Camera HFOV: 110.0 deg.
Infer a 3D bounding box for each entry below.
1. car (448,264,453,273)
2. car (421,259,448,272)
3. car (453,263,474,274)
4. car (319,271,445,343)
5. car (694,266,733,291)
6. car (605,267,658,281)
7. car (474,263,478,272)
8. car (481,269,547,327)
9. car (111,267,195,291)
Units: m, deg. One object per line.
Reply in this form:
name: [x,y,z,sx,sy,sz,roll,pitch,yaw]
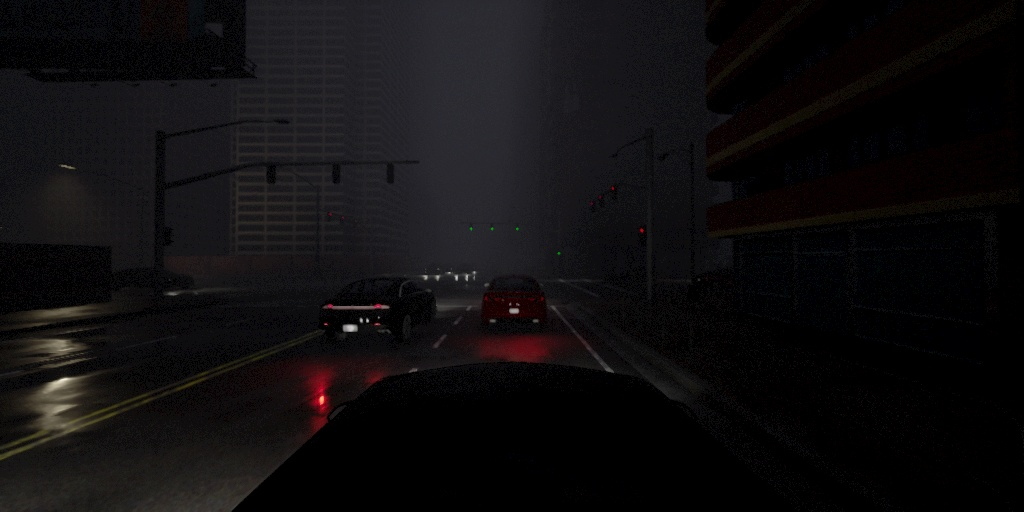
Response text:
car: [-10.697,2.016,60.195,2.033,1.411,5.357,0,-1,0]
car: [-10.701,1.695,49.999,2.097,1.767,4.553,0,-1,0]
car: [-7.207,1.896,53.888,1.837,1.490,4.892,0,-1,0]
car: [-3.436,1.344,10.046,2.128,1.511,4.902,0,-1,0]
car: [14.632,1.588,24.193,4.181,1.385,1.994,0,-1,0]
car: [11.510,1.758,34.926,4.718,1.301,1.895,0,-1,2]
car: [-7.186,2.022,64.157,1.837,1.490,4.892,0,-1,1]
car: [0.064,1.355,12.082,1.882,1.535,5.008,0,-1,0]
car: [-24.470,1.506,24.314,5.008,1.535,1.882,0,-1,0]
